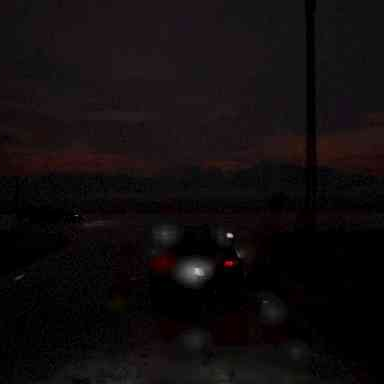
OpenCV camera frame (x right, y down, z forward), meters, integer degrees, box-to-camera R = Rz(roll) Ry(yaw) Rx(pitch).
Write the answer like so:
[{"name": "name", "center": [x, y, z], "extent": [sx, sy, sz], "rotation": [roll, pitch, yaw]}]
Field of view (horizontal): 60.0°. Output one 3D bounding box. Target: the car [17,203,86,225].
[{"name": "car", "center": [-10.540, 1.628, 25.049], "extent": [4.892, 1.490, 1.837], "rotation": [0, 2, 2]}]

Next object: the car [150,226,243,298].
[{"name": "car", "center": [0.137, 1.553, 8.551], "extent": [1.994, 1.385, 4.181], "rotation": [0, 0, 2]}]
